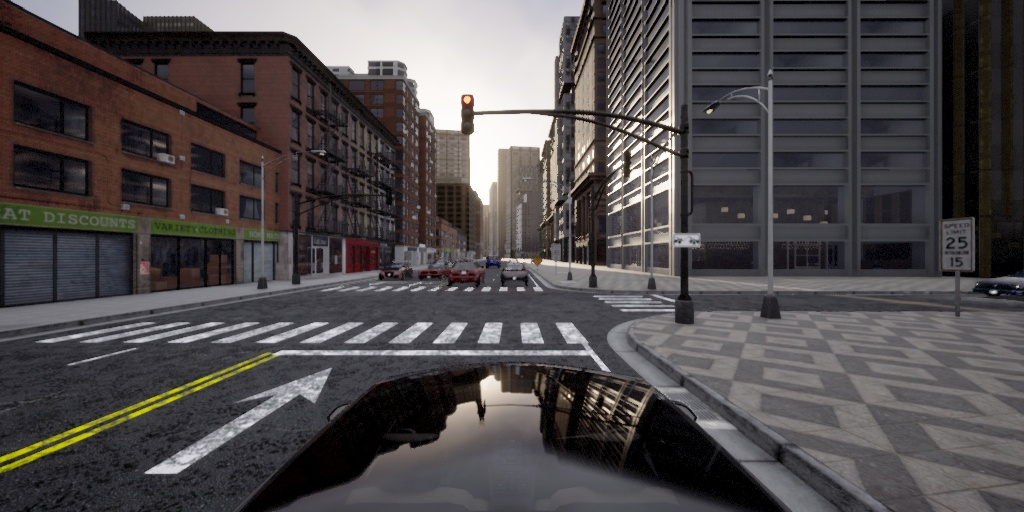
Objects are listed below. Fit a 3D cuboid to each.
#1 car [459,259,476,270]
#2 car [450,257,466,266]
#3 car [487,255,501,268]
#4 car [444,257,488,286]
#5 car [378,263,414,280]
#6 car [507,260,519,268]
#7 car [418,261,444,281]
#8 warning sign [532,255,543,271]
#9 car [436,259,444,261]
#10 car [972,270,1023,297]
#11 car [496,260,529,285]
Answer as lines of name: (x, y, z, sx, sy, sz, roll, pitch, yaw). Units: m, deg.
car: (-6.412, 1.220, 51.893, 1.837, 1.490, 4.892, 0, 0, 0)
car: (-9.539, 0.882, 63.711, 2.128, 1.511, 4.902, 0, 0, 0)
car: (-3.022, 0.930, 57.557, 2.150, 2.045, 5.566, 0, 0, 1)
car: (-3.071, 1.095, 25.025, 2.097, 1.767, 4.553, 0, 0, 0)
car: (-9.751, 1.302, 30.430, 1.994, 1.385, 4.181, 0, 0, 0)
car: (0.246, 1.308, 59.127, 1.895, 1.301, 4.718, 0, 0, 1)
car: (-6.503, 1.340, 30.270, 1.895, 1.301, 4.718, 0, 0, 0)
warning sign: (2.988, 0.841, 42.157, 1.300, 1.860, 1.060, 0, 0, 0)
car: (-9.684, 1.211, 47.726, 2.128, 1.511, 4.902, 0, 0, 0)
car: (25.413, 1.315, 16.915, 5.357, 1.411, 2.033, 0, 0, 0)
car: (0.182, 1.234, 25.767, 2.128, 1.511, 4.902, 0, 0, 0)
